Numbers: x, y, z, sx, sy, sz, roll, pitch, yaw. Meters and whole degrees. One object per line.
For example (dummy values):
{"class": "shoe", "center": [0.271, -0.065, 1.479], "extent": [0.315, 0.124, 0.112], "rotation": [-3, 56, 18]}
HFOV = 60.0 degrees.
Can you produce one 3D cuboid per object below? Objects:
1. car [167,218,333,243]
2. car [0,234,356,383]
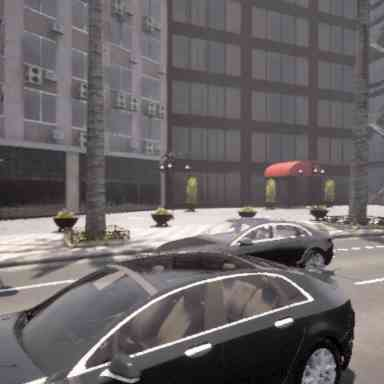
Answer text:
{"class": "car", "center": [1.414, 1.433, 8.452], "extent": [4.902, 1.511, 2.128], "rotation": [0, 0, -27]}
{"class": "car", "center": [-0.351, 1.478, 3.440], "extent": [4.892, 1.490, 1.837], "rotation": [0, 0, -31]}
